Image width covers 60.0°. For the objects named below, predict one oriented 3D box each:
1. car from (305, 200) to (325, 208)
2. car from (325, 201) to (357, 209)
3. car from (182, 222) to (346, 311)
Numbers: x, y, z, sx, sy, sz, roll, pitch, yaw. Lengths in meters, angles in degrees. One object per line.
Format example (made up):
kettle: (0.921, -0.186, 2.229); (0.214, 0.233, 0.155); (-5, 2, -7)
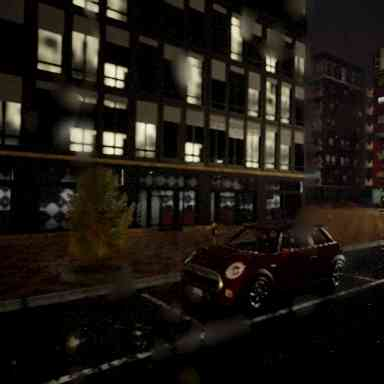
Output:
car: (21.241, 2.119, 58.612); (1.887, 1.381, 4.507); (1, -1, -35)
car: (24.514, 2.125, 53.981); (1.802, 1.307, 4.206); (1, -1, -35)
car: (1.750, 1.478, 7.793); (4.097, 1.590, 1.967); (0, 1, -35)
